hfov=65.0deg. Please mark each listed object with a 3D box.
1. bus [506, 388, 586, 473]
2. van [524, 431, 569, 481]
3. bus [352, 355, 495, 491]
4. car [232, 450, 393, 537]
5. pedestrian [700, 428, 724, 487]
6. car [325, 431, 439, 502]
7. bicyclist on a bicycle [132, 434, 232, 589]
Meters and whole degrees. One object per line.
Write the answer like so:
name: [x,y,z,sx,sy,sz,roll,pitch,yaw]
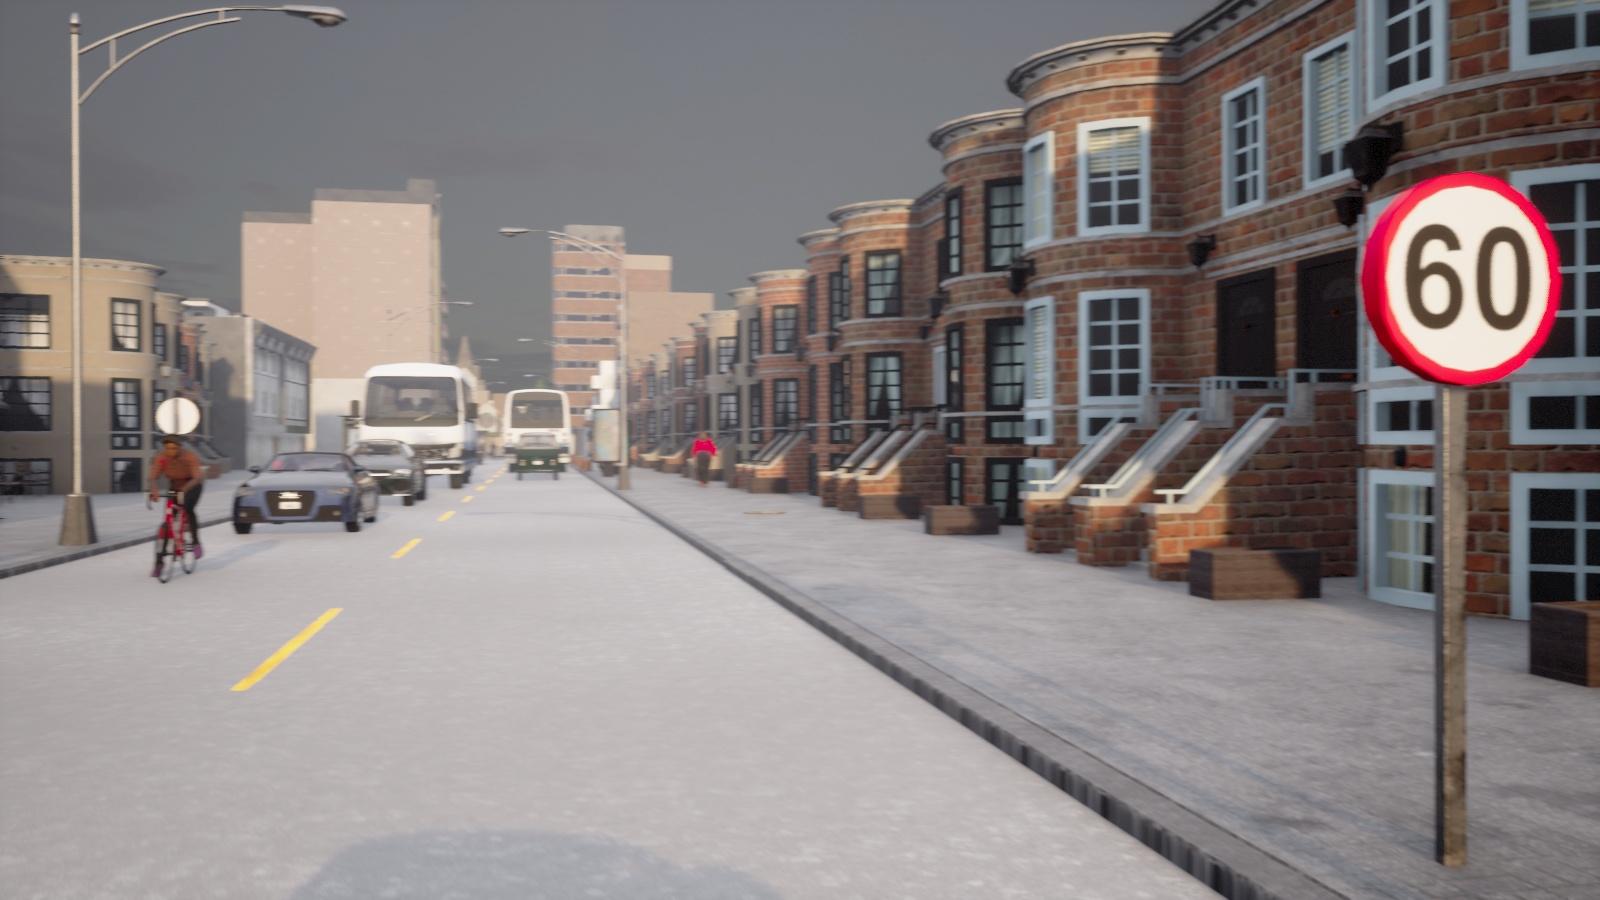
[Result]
bus: [-13.870,-1.000,68.583,3.944,4.253,10.273,0,0,-11]
van: [-10.592,0.216,52.473,1.775,1.987,4.442,0,0,-11]
bus: [-13.103,-0.863,44.725,3.944,4.253,10.273,0,0,-11]
car: [-8.562,0.698,22.408,1.994,1.385,4.181,0,0,-11]
pedestrian: [-2.757,0.234,39.318,0.634,1.844,0.899,0,0,2]
car: [-10.492,0.361,31.902,2.152,1.651,5.027,0,0,-11]
bicyclist on a bicycle: [-6.846,0.632,13.979,0.582,1.620,1.656,0,1,-11]
